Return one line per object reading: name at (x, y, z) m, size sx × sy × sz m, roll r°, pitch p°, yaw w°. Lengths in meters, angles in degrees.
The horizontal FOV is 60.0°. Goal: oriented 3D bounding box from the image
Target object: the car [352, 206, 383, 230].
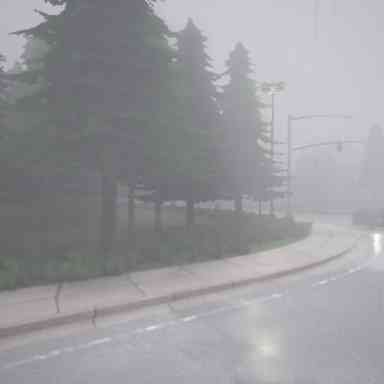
car at (12.699, 1.734, 23.087) m, size 1.837 × 1.490 × 4.892 m, roll 1°, pitch -1°, yaw 6°
